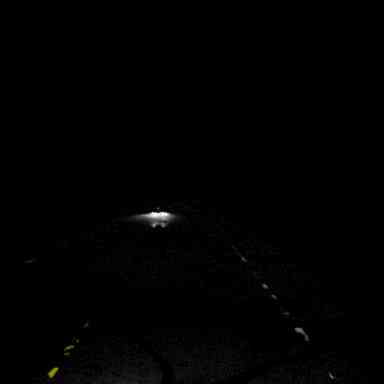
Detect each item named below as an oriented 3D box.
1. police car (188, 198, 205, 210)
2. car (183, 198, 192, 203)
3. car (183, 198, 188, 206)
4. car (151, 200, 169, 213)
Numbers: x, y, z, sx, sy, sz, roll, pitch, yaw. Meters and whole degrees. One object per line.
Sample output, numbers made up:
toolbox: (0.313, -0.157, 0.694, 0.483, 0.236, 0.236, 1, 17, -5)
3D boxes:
police car: (0.811, 1.699, 48.574, 1.930, 1.638, 5.238, 0, -1, -1)
car: (-1.180, 2.132, 83.014, 1.994, 1.385, 4.181, 0, -1, -2)
car: (-0.781, 1.993, 67.638, 2.128, 1.511, 4.902, 0, -1, -1)
car: (-3.889, 1.683, 40.722, 2.128, 1.511, 4.902, 0, -1, -1)
